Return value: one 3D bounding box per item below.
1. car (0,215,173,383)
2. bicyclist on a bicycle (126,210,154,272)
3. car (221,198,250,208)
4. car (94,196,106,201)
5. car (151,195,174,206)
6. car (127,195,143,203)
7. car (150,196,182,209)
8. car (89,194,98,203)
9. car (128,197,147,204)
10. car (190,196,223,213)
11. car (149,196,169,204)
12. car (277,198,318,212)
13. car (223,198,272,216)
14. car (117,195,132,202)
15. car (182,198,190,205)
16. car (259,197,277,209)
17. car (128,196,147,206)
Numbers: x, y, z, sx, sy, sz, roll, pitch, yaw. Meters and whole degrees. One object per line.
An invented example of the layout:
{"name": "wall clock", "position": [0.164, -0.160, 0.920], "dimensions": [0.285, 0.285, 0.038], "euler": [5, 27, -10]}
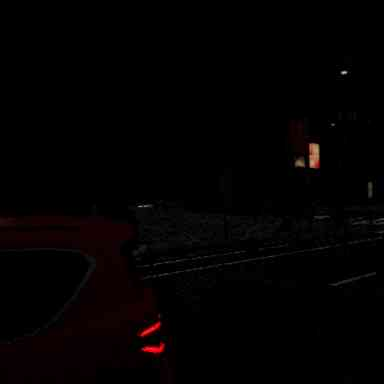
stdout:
{"name": "car", "position": [-2.748, 1.226, 1.722], "dimensions": [5.566, 2.045, 2.150], "euler": [0, 0, -35]}
{"name": "bicyclist on a bicycle", "position": [-1.849, 1.363, 8.953], "dimensions": [1.843, 1.776, 0.659], "euler": [0, 0, -35]}
{"name": "car", "position": [6.178, 1.565, 47.691], "dimensions": [1.802, 1.307, 4.206], "euler": [-1, 1, -36]}
{"name": "car", "position": [-25.460, 1.730, 91.970], "dimensions": [1.752, 1.417, 4.829], "euler": [-1, 1, -36]}
{"name": "car", "position": [-5.249, 1.438, 58.971], "dimensions": [2.097, 1.767, 4.553], "euler": [-1, 0, -35]}
{"name": "car", "position": [-12.748, 1.549, 74.174], "dimensions": [1.967, 1.590, 4.097], "euler": [-1, 1, -36]}
{"name": "car", "position": [-3.817, 1.666, 47.015], "dimensions": [1.752, 1.417, 4.829], "euler": [-1, 1, -36]}
{"name": "car", "position": [-22.846, 1.586, 73.641], "dimensions": [2.192, 1.841, 5.009], "euler": [-1, 1, -36]}
{"name": "car", "position": [-11.033, 1.688, 67.033], "dimensions": [1.994, 1.385, 4.181], "euler": [-1, 0, -36]}
{"name": "car", "position": [2.389, 1.418, 38.322], "dimensions": [2.192, 1.841, 5.009], "euler": [-1, 1, -36]}
{"name": "car", "position": [-6.538, 1.590, 65.485], "dimensions": [1.752, 1.417, 4.829], "euler": [-1, 1, -36]}
{"name": "car", "position": [12.482, 1.386, 38.862], "dimensions": [1.967, 1.590, 4.097], "euler": [-1, 1, -36]}
{"name": "car", "position": [5.548, 1.650, 33.909], "dimensions": [1.947, 1.339, 4.313], "euler": [-1, 1, -36]}
{"name": "car", "position": [-15.902, 1.572, 78.588], "dimensions": [1.967, 1.590, 4.097], "euler": [-1, 1, -36]}
{"name": "car", "position": [-0.131, 1.567, 56.519], "dimensions": [1.887, 1.381, 4.507], "euler": [-1, 1, -36]}
{"name": "car", "position": [9.329, 1.404, 43.276], "dimensions": [1.967, 1.590, 4.097], "euler": [-1, 1, -36]}
{"name": "car", "position": [-9.849, 1.641, 60.214], "dimensions": [2.128, 1.511, 4.902], "euler": [-1, 0, -36]}
